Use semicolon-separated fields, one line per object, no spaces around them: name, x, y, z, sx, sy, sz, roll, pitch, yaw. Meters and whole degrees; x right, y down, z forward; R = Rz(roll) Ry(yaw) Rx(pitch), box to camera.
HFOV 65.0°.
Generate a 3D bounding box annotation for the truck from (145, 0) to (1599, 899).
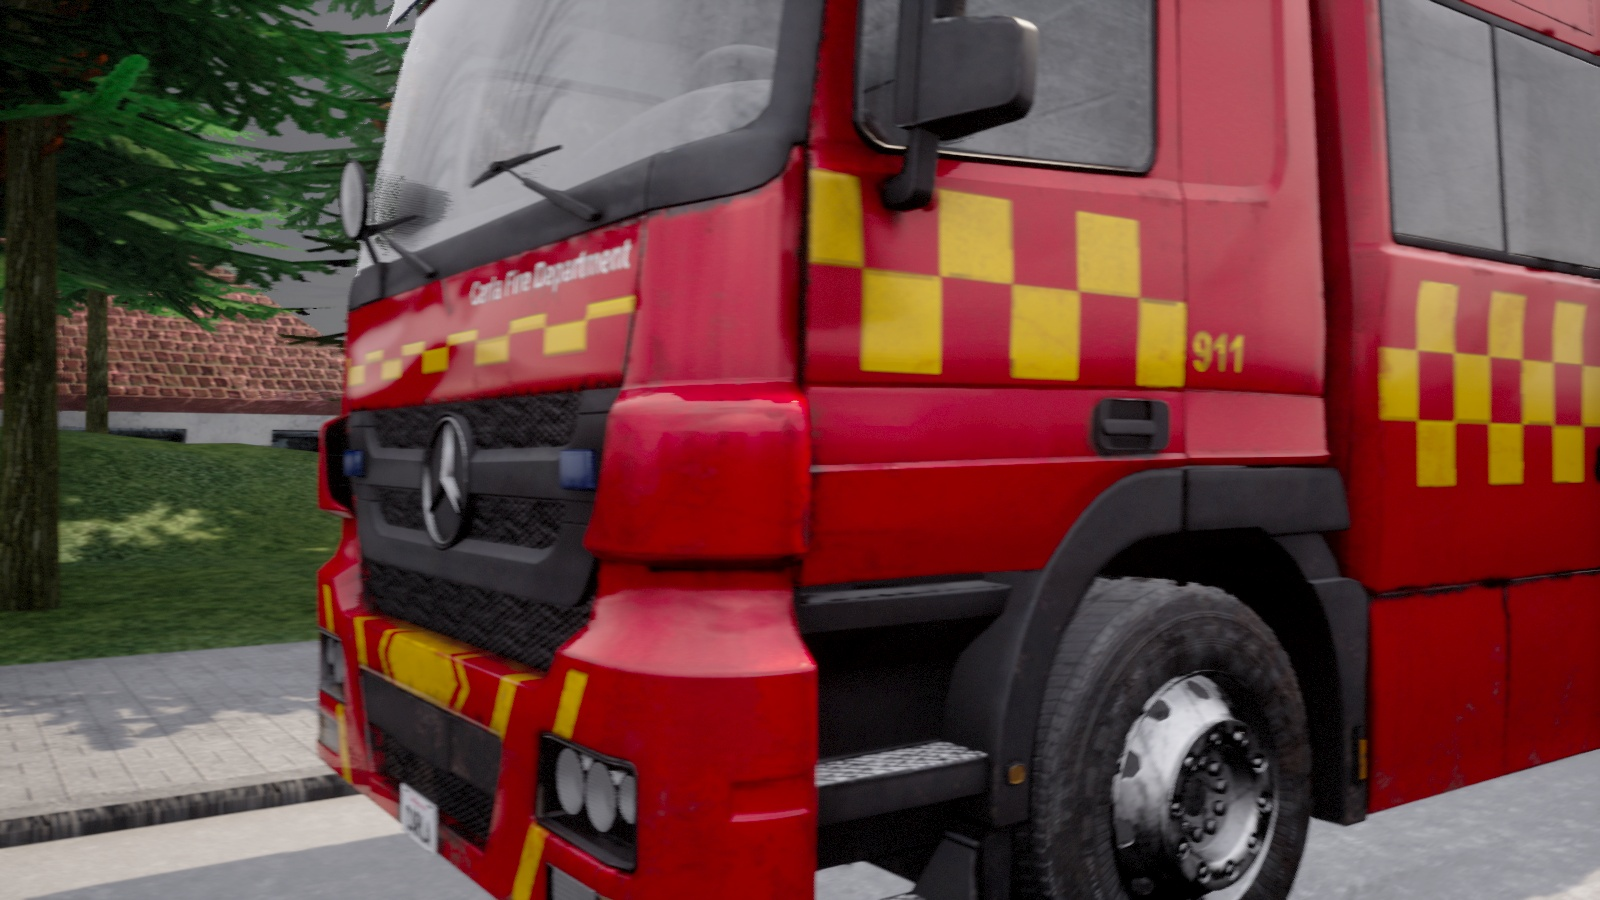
truck;1.992;-0.410;5.660;8.468;3.827;2.891;0;0;-35
